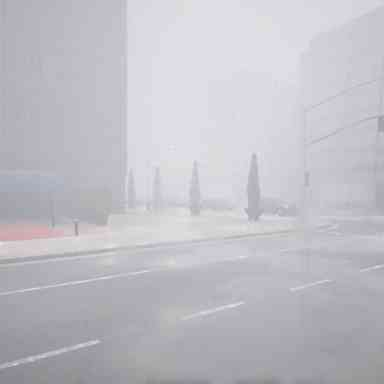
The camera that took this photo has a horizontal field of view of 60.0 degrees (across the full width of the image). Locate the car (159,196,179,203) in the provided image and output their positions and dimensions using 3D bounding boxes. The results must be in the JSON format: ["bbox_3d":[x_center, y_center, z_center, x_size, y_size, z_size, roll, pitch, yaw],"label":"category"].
[{"bbox_3d":[-4.875,1.601,69.501,1.895,1.301,4.718,0,0,-35],"label":"car"}]

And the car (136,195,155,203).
[{"bbox_3d":[-9.891,1.520,70.420,2.128,1.511,4.902,0,0,-35],"label":"car"}]

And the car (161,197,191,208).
[{"bbox_3d":[-2.648,1.547,47.623,2.033,1.411,5.357,0,0,-35],"label":"car"}]

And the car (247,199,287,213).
[{"bbox_3d":[8.435,1.564,37.831,1.994,1.385,4.181,0,0,-35],"label":"car"}]

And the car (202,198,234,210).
[{"bbox_3d":[3.429,1.526,45.021,1.812,1.442,4.674,0,0,-35],"label":"car"}]

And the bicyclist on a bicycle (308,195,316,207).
[{"bbox_3d":[16.852,1.301,46.709,1.656,1.620,0.582,0,0,-35],"label":"bicyclist on a bicycle"}]

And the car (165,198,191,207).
[{"bbox_3d":[-2.298,1.601,53.257,1.895,1.301,4.718,0,0,-35],"label":"car"}]

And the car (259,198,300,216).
[{"bbox_3d":[8.125,1.352,32.150,2.097,1.767,4.553,0,0,-35],"label":"car"}]

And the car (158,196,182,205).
[{"bbox_3d":[-4.170,1.547,62.396,2.033,1.411,5.357,0,0,-35],"label":"car"}]

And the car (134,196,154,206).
[{"bbox_3d":[-8.199,1.526,55.646,1.812,1.442,4.674,0,0,-34],"label":"car"}]

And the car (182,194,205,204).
[{"bbox_3d":[0.256,1.352,62.167,2.097,1.767,4.553,0,0,-35],"label":"car"}]

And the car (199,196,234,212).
[{"bbox_3d":[2.922,1.491,39.622,2.128,1.511,4.902,0,0,-35],"label":"car"}]
